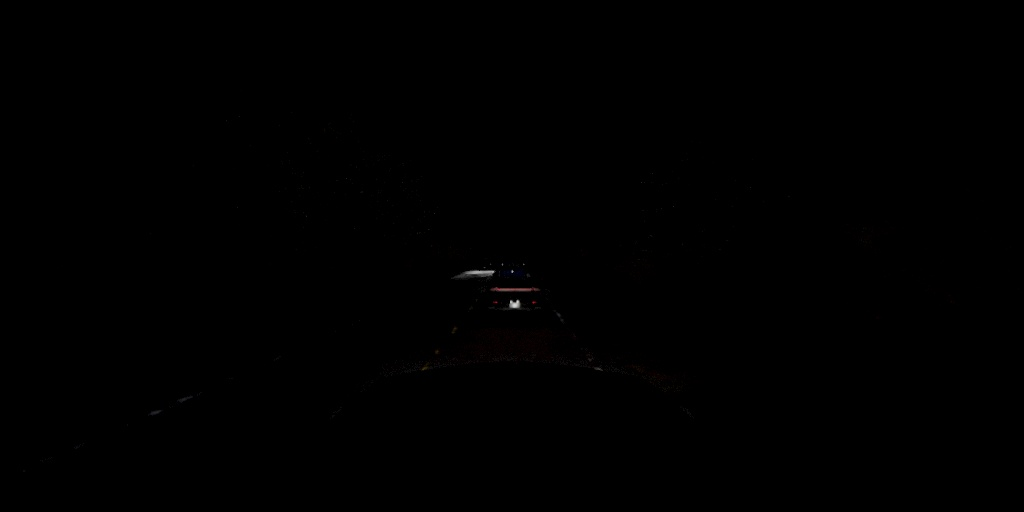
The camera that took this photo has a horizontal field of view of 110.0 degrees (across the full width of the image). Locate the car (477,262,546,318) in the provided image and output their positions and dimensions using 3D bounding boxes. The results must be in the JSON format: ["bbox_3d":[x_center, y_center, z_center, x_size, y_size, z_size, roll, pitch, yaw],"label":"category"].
[{"bbox_3d":[0.086,1.144,12.459,2.128,1.511,4.902,0,1,0],"label":"car"}]

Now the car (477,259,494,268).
[{"bbox_3d":[-3.081,0.965,42.566,1.895,1.301,4.718,0,1,0],"label":"car"}]
